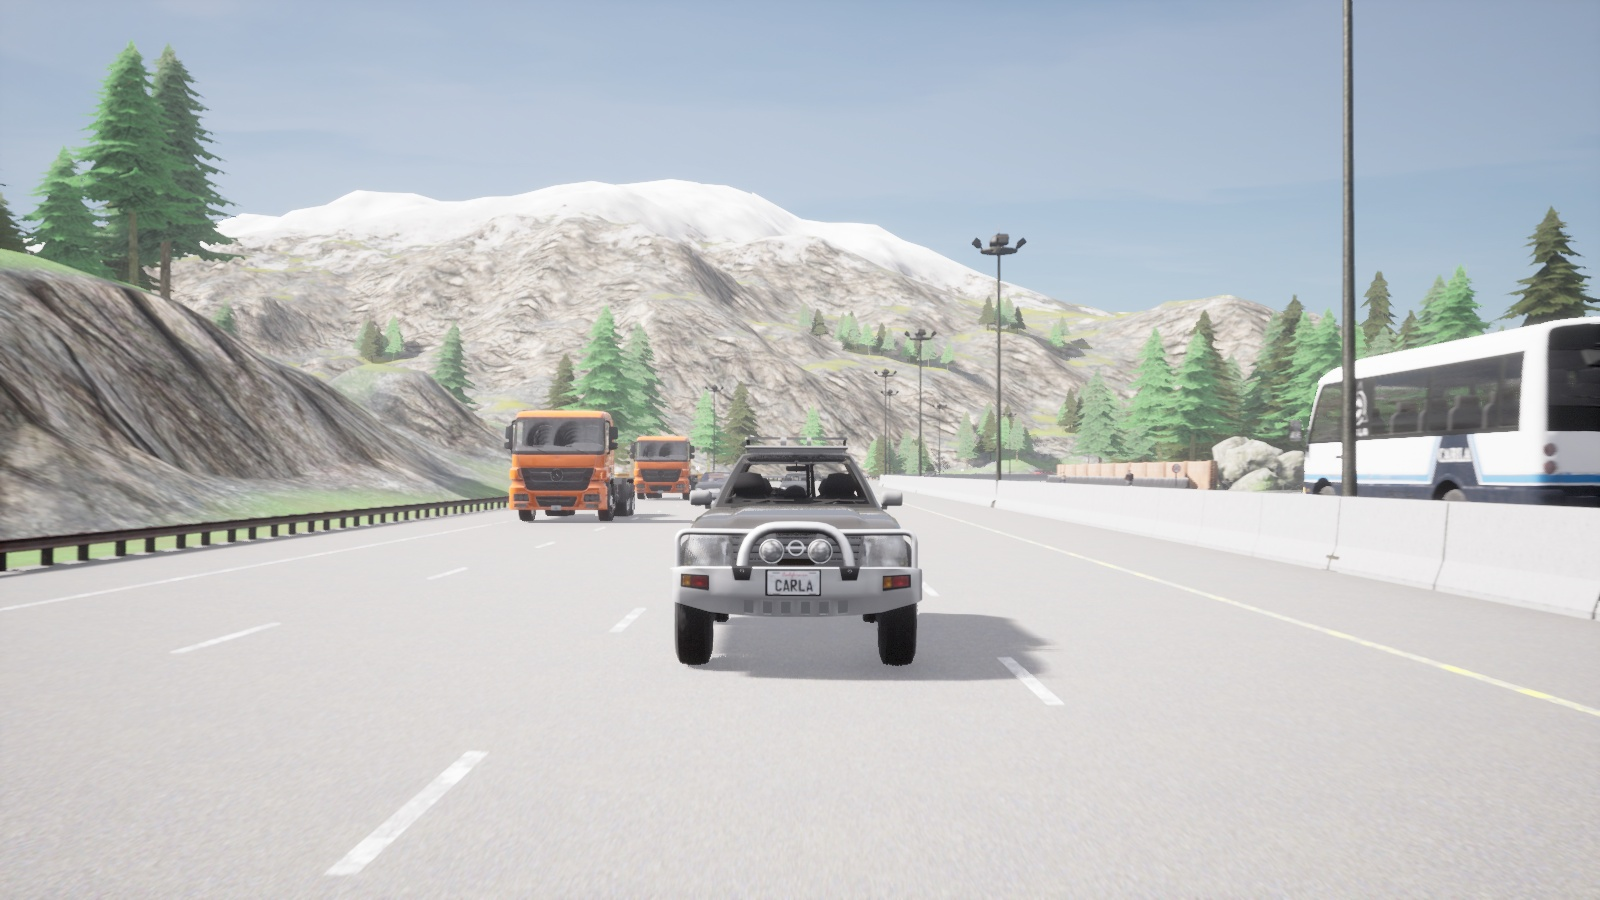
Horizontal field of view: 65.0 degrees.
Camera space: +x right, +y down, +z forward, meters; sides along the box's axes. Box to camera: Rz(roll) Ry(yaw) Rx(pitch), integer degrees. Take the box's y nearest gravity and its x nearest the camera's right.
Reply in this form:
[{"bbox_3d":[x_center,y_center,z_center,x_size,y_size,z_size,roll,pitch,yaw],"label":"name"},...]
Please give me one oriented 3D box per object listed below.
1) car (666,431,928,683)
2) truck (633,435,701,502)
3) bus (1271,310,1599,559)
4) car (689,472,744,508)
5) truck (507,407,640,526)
[{"bbox_3d":[-0.029,0.825,11.586,1.932,1.855,4.605,0,-1,0],"label":"car"},{"bbox_3d":[-7.170,1.009,68.583,2.891,3.462,7.936,0,-1,0],"label":"truck"},{"bbox_3d":[13.930,-0.172,26.633,3.944,4.253,10.273,0,-1,0],"label":"bus"},{"bbox_3d":[-3.635,1.714,55.491,2.128,1.511,4.902,0,-1,0],"label":"car"},{"bbox_3d":[-7.102,0.540,40.556,2.891,3.462,7.936,0,-1,0],"label":"truck"}]
